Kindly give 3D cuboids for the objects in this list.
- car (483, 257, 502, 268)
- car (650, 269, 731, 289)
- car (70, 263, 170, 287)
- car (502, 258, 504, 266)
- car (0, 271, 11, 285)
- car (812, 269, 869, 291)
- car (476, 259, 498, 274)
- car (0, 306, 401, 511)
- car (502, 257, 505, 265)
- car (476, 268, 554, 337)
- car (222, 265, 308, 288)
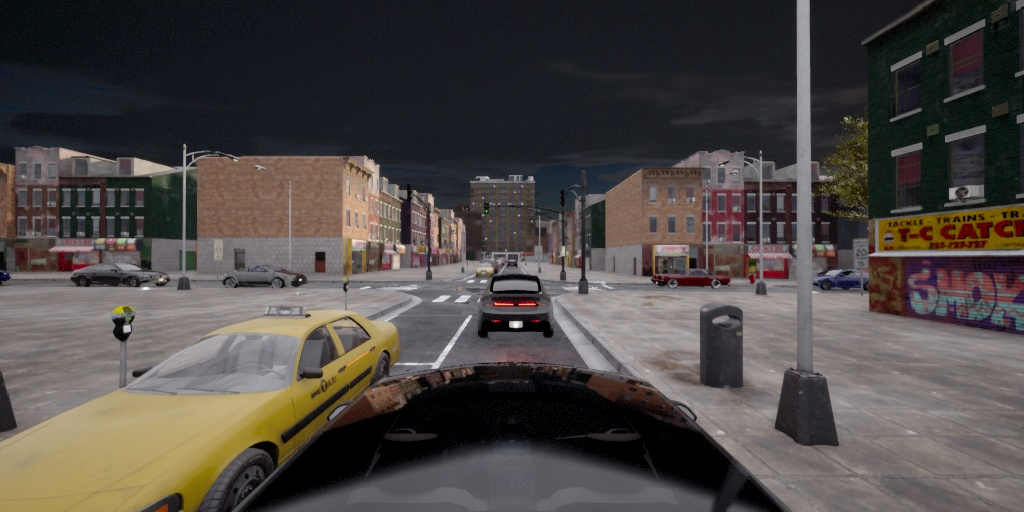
[{"bbox_3d":[-2.664,1.100,41.489,2.192,1.841,5.009,0,0,0],"label":"car"},{"bbox_3d":[11.967,1.513,24.283,4.718,1.301,1.895,1,0,-3],"label":"car"},{"bbox_3d":[-23.012,1.120,21.126,4.674,1.442,1.812,0,0,0],"label":"car"},{"bbox_3d":[-2.671,1.357,52.378,2.007,1.370,4.403,0,0,0],"label":"car"},{"bbox_3d":[-32.909,1.143,21.069,4.718,1.301,1.895,0,0,0],"label":"car"},{"bbox_3d":[22.130,1.591,24.323,4.674,1.442,1.812,1,0,0],"label":"car"},{"bbox_3d":[-2.660,1.302,35.877,1.751,1.417,4.829,0,0,0],"label":"car"},{"bbox_3d":[-2.639,1.275,3.920,1.751,1.417,4.829,0,0,0],"label":"car"},{"bbox_3d":[-2.678,1.358,63.095,1.751,1.417,4.829,0,0,0],"label":"car"},{"bbox_3d":[0.090,1.257,10.301,1.837,1.490,4.892,0,0,0],"label":"car"},{"bbox_3d":[-14.491,1.219,21.172,4.181,1.385,1.994,0,0,0],"label":"car"}]
